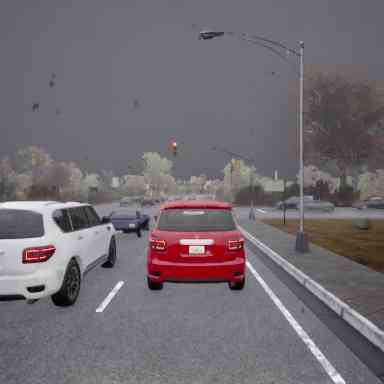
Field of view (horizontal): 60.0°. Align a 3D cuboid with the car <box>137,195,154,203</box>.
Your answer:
[{"bbox_3d":[-7.123,1.547,54.533,2.033,1.411,5.357,0,0,0],"label":"car"}]

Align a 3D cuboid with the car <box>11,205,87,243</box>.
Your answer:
[{"bbox_3d":[-7.116,1.505,17.200,1.837,1.490,4.892,0,0,0],"label":"car"}]

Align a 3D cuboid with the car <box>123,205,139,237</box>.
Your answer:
[{"bbox_3d":[-3.413,1.601,17.901,1.895,1.301,4.718,0,0,0],"label":"car"}]

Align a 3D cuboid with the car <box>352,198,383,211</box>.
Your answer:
[{"bbox_3d":[22.133,1.497,40.608,4.892,1.490,1.837,0,0,3],"label":"car"}]

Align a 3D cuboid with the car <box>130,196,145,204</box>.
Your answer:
[{"bbox_3d":[-10.589,1.547,64.669,2.033,1.411,5.357,0,0,1],"label":"car"}]

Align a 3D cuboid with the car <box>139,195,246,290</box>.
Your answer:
[{"bbox_3d":[0.091,1.221,9.194,2.150,2.045,5.566,0,0,0],"label":"car"}]

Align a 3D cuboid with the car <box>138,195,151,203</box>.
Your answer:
[{"bbox_3d":[-10.557,1.525,74.511,2.128,1.511,4.902,0,0,0],"label":"car"}]

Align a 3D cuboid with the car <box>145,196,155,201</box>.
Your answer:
[{"bbox_3d":[-10.563,1.595,84.557,1.895,1.301,4.718,0,0,0],"label":"car"}]

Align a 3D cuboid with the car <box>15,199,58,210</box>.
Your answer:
[{"bbox_3d":[-20.002,1.600,42.938,4.718,1.301,1.895,0,0,3],"label":"car"}]

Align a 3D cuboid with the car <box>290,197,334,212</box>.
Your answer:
[{"bbox_3d":[13.748,1.564,37.553,4.181,1.385,1.994,0,0,3],"label":"car"}]

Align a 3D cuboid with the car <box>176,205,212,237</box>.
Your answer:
[{"bbox_3d":[0.086,1.526,18.888,1.812,1.442,4.674,0,0,0],"label":"car"}]

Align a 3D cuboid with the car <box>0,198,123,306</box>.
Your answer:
[{"bbox_3d":[-3.406,1.221,8.133,2.150,2.045,5.566,0,0,0],"label":"car"}]

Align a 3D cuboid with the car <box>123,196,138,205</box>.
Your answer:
[{"bbox_3d":[-10.629,1.505,54.926,1.837,1.490,4.892,0,0,0],"label":"car"}]

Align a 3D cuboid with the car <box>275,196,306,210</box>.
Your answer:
[{"bbox_3d":[12.600,1.352,41.122,4.553,1.767,2.097,0,0,3],"label":"car"}]

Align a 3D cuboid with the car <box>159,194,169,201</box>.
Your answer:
[{"bbox_3d":[-7.063,1.355,84.192,2.097,1.767,4.553,0,0,0],"label":"car"}]
